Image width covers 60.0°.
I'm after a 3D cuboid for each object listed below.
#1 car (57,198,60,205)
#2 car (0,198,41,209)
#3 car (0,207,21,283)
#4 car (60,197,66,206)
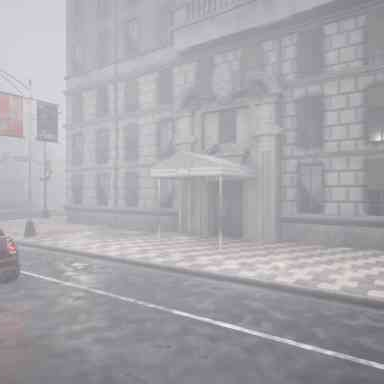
[{"bbox_3d":[-18.728,1.221,53.303,2.150,2.045,5.566,0,0,36],"label":"car"},{"bbox_3d":[-21.838,1.564,42.930,1.994,1.385,4.181,0,0,35],"label":"car"},{"bbox_3d":[-6.408,1.352,8.449,4.553,1.767,2.097,0,0,35],"label":"car"},{"bbox_3d":[-16.731,1.478,50.082,1.882,1.535,5.008,0,0,36],"label":"car"}]
